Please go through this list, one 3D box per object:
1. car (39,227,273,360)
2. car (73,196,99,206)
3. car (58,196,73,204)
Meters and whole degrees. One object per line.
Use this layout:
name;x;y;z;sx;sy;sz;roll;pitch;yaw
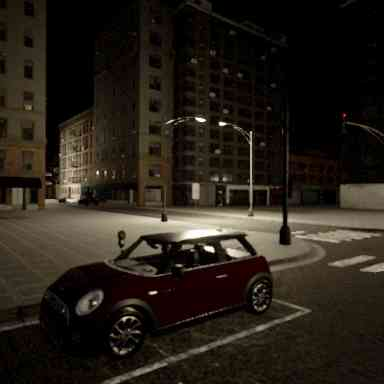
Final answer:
car;-0.458;1.464;5.932;4.097;1.590;1.967;1;0;-38
car;-15.910;1.364;50.933;2.128;1.511;4.902;1;0;-38
car;-22.173;1.421;59.080;1.895;1.301;4.718;1;0;-38
